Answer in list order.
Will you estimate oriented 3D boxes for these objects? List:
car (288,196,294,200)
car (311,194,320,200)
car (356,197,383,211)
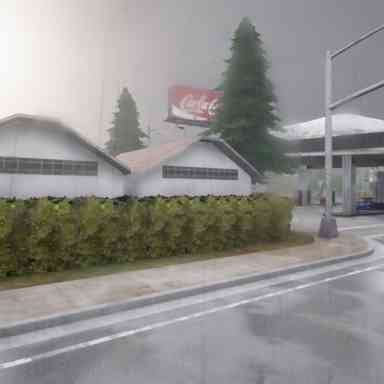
[{"bbox_3d":[19.140,1.540,63.690,5.357,1.411,2.033,0,0,-35],"label":"car"},{"bbox_3d":[32.471,1.318,89.227,2.152,1.636,5.027,0,0,-36],"label":"car"},{"bbox_3d":[21.407,1.474,39.732,4.611,1.667,2.242,0,0,-36],"label":"car"}]
